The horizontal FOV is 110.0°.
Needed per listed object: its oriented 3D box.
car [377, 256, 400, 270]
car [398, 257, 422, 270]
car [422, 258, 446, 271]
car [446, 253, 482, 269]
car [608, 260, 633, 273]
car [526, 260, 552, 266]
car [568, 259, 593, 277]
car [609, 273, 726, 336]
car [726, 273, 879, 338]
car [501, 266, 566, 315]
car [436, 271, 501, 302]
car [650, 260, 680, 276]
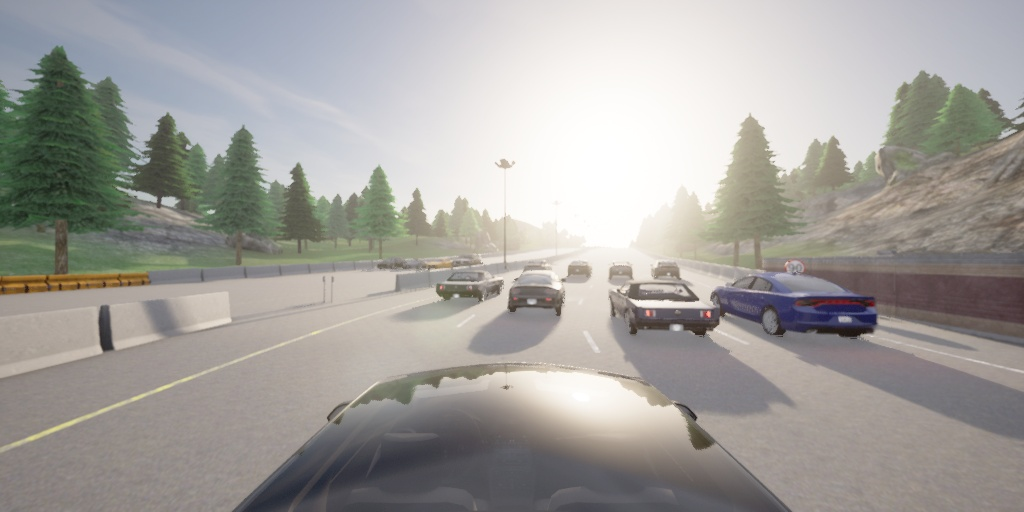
[{"bbox_3d":[-15.444,0.873,46.522,2.097,1.767,4.553,0,1,16],"label":"car"},{"bbox_3d":[-12.105,1.079,45.475,1.994,1.385,4.181,0,1,16],"label":"car"},{"bbox_3d":[-8.751,0.986,44.479,1.882,1.535,5.008,0,1,16],"label":"car"},{"bbox_3d":[-5.401,0.724,43.478,2.150,2.045,5.566,0,1,16],"label":"car"},{"bbox_3d":[9.234,1.083,30.502,2.128,1.511,4.902,0,1,16],"label":"car"},{"bbox_3d":[2.421,1.101,32.146,2.128,1.511,4.902,0,1,16],"label":"car"},{"bbox_3d":[6.276,1.058,32.850,1.882,1.535,5.008,0,1,16],"label":"car"},{"bbox_3d":[4.015,1.341,10.364,1.895,1.301,4.718,0,0,7],"label":"car"},{"bbox_3d":[7.512,1.213,10.231,1.882,1.535,5.008,0,0,7],"label":"car"},{"bbox_3d":[1.035,1.269,13.604,1.812,1.442,4.674,0,0,10],"label":"car"},{"bbox_3d":[-1.791,1.351,17.088,1.895,1.301,4.718,0,0,13],"label":"car"},{"bbox_3d":[12.641,1.089,29.683,1.837,1.490,4.892,0,1,16],"label":"car"}]
